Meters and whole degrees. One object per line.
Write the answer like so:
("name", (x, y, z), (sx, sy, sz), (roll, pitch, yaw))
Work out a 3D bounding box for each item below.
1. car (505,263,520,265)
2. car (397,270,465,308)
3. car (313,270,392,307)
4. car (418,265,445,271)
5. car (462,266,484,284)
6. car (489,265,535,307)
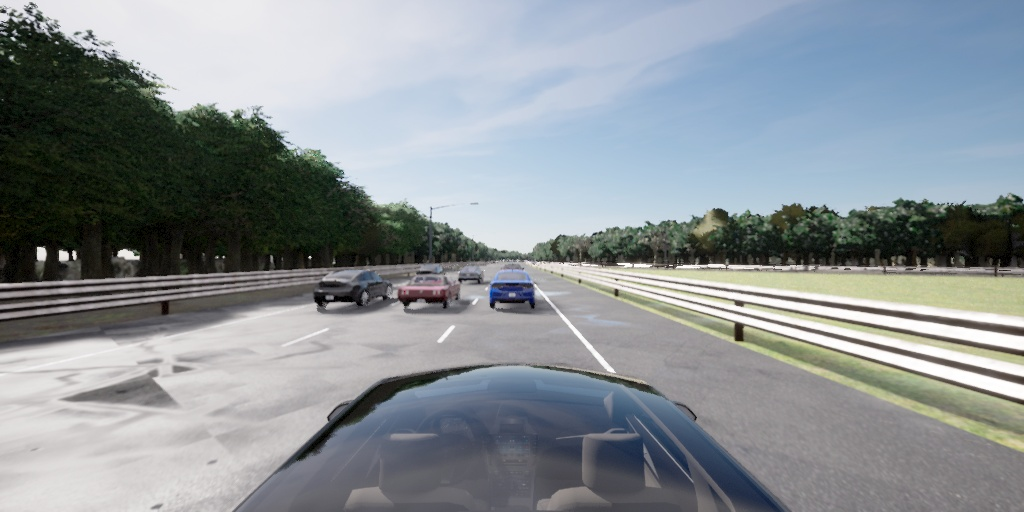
("car", (0.031, 1.394, 30.932), (2.097, 1.767, 4.553), (0, -1, 0))
("car", (-3.477, 1.480, 15.975), (1.895, 1.301, 4.718), (1, -1, 0))
("car", (-6.975, 1.380, 16.176), (1.837, 1.490, 4.892), (0, -1, 0))
("car", (-6.966, 1.554, 31.166), (1.837, 1.490, 4.892), (0, 0, 0))
("car", (-3.470, 1.591, 30.852), (2.033, 1.411, 5.357), (0, -1, 0))
("car", (0.022, 1.372, 16.345), (1.882, 1.535, 5.008), (0, 0, 0))
